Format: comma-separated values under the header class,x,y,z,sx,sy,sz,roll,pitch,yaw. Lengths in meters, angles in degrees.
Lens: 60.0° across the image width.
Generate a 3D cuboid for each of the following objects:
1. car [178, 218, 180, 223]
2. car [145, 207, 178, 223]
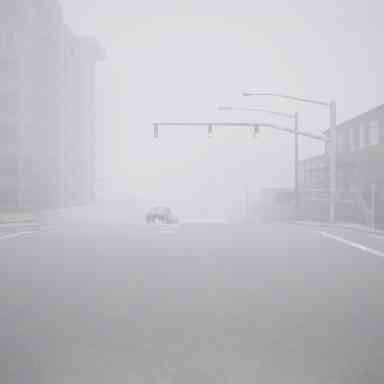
class,x,y,z,sx,sy,sz,roll,pitch,yaw
car,-2.362,3.457,38.272,1.994,1.385,4.181,0,-12,2
car,-2.669,1.953,28.381,2.033,1.411,5.357,0,-4,2
